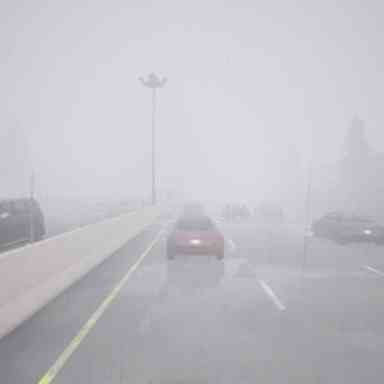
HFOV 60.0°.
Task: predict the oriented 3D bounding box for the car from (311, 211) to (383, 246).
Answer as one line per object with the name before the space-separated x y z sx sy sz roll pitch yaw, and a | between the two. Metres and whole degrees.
car | 7.119 1.588 15.487 1.994 1.385 4.181 0 0 0

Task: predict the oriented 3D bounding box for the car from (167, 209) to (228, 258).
car | 0.116 1.582 12.783 1.994 1.385 4.181 0 0 0

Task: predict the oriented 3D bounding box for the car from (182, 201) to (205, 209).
car | 0.139 1.535 30.610 2.128 1.511 4.902 0 0 0

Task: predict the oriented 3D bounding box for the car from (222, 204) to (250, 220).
car | 3.636 1.641 28.487 1.895 1.301 4.718 0 0 0

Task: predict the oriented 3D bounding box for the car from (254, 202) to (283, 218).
car | 7.139 1.609 31.182 1.994 1.385 4.181 0 0 0
